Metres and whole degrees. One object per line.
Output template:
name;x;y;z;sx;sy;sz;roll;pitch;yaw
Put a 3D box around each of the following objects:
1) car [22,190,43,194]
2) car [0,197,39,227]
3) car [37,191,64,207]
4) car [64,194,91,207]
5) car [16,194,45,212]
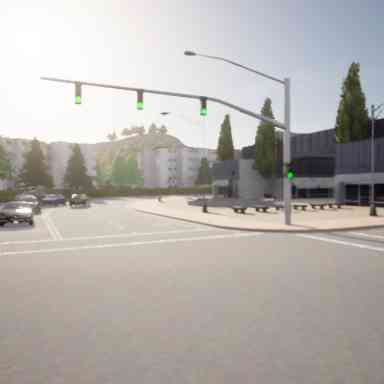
car;-21.193;0.780;43.921;2.150;2.045;5.566;-1;1;-1
car;-11.350;1.335;21.720;2.033;1.411;5.357;-1;1;-26
car;-17.555;1.019;42.294;1.882;1.535;5.008;-1;1;-4
car;-13.789;1.009;41.158;2.128;1.511;4.902;-1;1;-7
car;-14.970;1.198;30.478;1.837;1.490;4.892;-1;1;-20
